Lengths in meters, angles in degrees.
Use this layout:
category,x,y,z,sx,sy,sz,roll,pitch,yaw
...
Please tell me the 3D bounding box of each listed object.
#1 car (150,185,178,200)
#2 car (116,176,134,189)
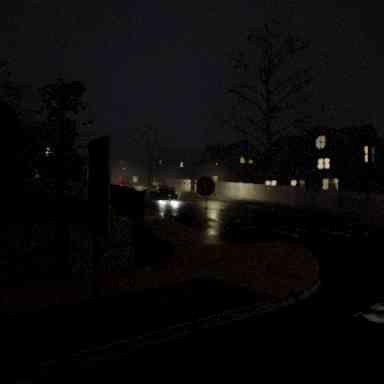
category,x,y,z,sx,sy,sz,roll,pitch,yaw
car,-2.764,0.028,32.363,1.994,1.385,4.181,1,3,-21
car,-10.718,-1.571,53.178,2.150,2.045,5.566,1,3,-21
